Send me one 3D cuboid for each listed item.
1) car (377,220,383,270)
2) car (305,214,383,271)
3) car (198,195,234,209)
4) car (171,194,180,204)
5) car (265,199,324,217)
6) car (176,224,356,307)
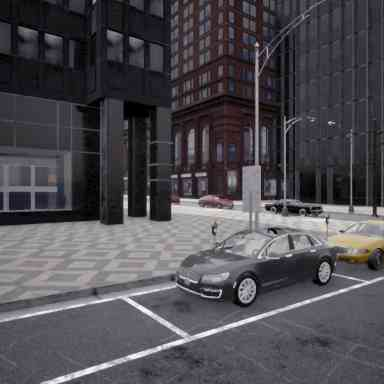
[{"bbox_3d":[7.093,1.492,8.517,4.902,1.511,2.128,0,0,-36],"label":"car"},{"bbox_3d":[6.019,1.526,10.978,4.829,1.417,1.752,0,0,-36],"label":"car"},{"bbox_3d":[2.505,1.032,35.684,1.812,1.442,4.674,0,1,-36],"label":"car"},{"bbox_3d":[-3.457,0.803,43.918,1.882,1.535,5.008,0,1,-36],"label":"car"},{"bbox_3d":[8.398,1.293,27.566,1.895,1.301,4.718,0,1,-36],"label":"car"},{"bbox_3d":[1.678,1.551,7.863,4.403,1.369,2.008,0,0,-36],"label":"car"}]
